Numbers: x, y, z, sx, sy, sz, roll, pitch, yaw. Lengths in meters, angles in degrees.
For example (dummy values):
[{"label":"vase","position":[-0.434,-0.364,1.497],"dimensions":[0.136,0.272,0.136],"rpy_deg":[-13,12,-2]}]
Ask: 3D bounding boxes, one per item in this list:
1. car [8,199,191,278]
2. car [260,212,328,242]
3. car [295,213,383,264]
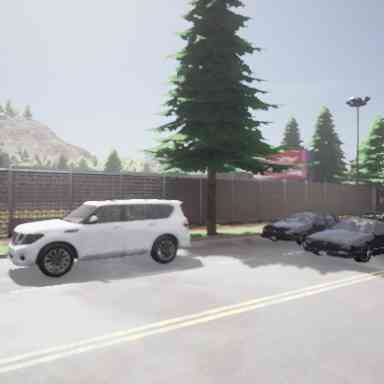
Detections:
[{"label":"car","position":[-2.668,1.256,10.606],"dimensions":[5.566,2.045,2.150],"rpy_deg":[1,0,-34]},{"label":"car","position":[5.830,1.696,16.311],"dimensions":[5.357,1.411,2.033],"rpy_deg":[1,0,-34]},{"label":"car","position":[6.592,1.682,12.599],"dimensions":[5.357,1.411,2.033],"rpy_deg":[1,0,-34]}]
